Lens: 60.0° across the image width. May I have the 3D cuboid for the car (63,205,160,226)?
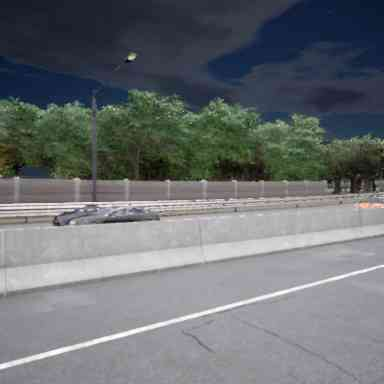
[{"bbox_3d":[-4.085,1.487,18.226,4.902,1.511,2.128,0,0,-35],"label":"car"}]

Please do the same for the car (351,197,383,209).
[{"bbox_3d":[15.009,1.176,27.149,4.553,1.767,2.097,-1,1,-34],"label":"car"}]

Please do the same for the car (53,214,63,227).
[{"bbox_3d":[-6.425,1.558,20.859,4.181,1.385,1.994,0,0,-35],"label":"car"}]
